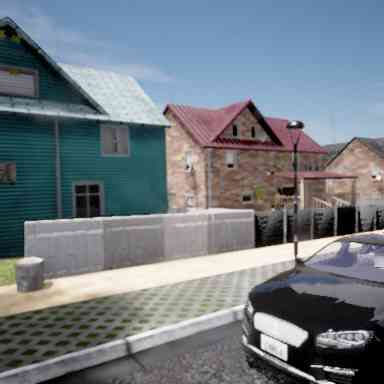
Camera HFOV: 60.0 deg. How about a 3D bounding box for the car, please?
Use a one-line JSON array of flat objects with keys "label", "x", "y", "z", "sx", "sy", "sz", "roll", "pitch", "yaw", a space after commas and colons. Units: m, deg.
[{"label": "car", "x": 2.906, "y": 1.458, "z": 5.154, "sx": 4.902, "sy": 1.511, "sz": 2.128, "roll": 0, "pitch": 0, "yaw": -36}]
